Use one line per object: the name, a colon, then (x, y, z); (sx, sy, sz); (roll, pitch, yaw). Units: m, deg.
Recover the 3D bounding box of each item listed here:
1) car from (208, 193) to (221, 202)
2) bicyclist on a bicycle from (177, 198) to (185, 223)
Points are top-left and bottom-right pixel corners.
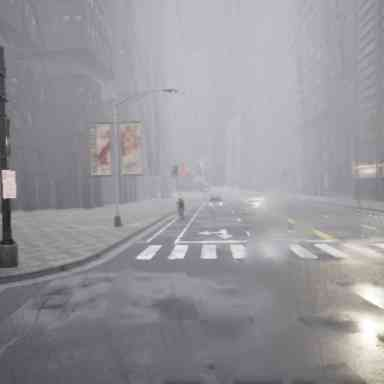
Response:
car: (3.719, 0.834, 54.005); (1.882, 1.535, 5.008); (-1, 1, 4)
bicyclist on a bicycle: (-0.745, 1.221, 22.460); (0.582, 1.620, 1.656); (-1, 1, 4)
